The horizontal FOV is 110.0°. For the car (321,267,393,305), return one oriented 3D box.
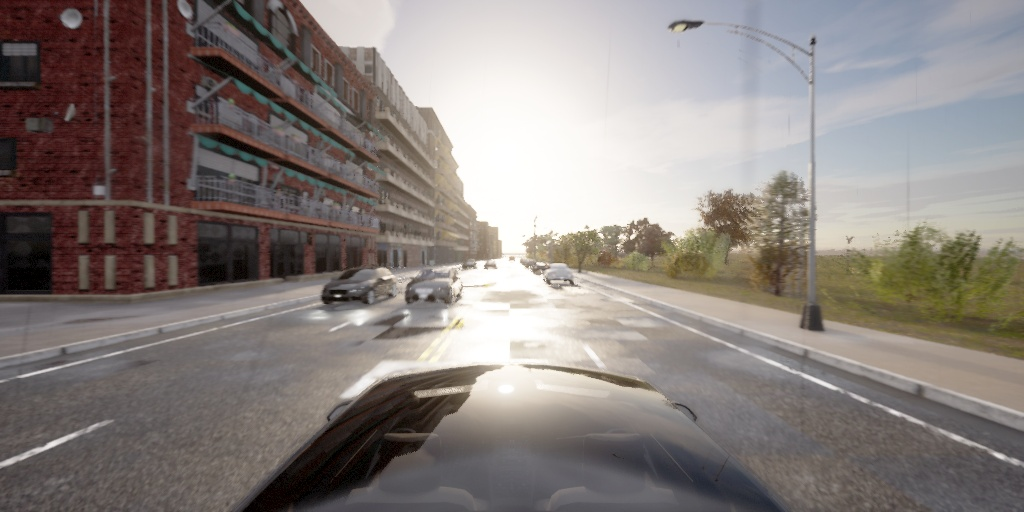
[{"bbox_3d":[-6.592,1.257,16.001,1.837,1.490,4.892,0,0,0],"label":"car"}]

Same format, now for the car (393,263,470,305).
[{"bbox_3d":[-3.342,1.244,16.017,2.128,1.511,4.902,0,0,0],"label":"car"}]

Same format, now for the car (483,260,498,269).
[{"bbox_3d":[-3.286,1.333,55.778,1.994,1.385,4.181,0,0,1],"label":"car"}]

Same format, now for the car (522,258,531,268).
[{"bbox_3d":[3.260,1.266,60.671,2.128,1.511,4.902,0,0,0],"label":"car"}]

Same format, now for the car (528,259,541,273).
[{"bbox_3d":[3.357,1.364,43.748,1.895,1.301,4.718,0,0,0],"label":"car"}]

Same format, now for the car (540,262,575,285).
[{"bbox_3d":[3.353,1.282,26.387,1.812,1.442,4.674,0,0,0],"label":"car"}]

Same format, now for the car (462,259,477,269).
[{"bbox_3d":[-6.536,1.272,55.741,1.837,1.490,4.892,0,0,1],"label":"car"}]
